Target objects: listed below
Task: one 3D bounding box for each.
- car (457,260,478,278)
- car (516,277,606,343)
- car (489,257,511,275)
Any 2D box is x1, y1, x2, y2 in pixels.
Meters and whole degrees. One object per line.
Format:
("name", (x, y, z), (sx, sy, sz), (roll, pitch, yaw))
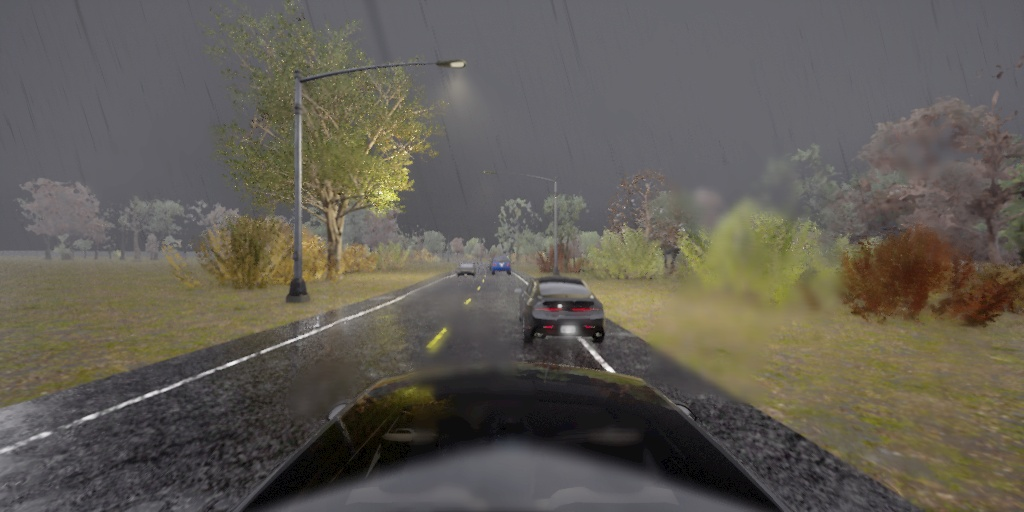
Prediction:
("car", (-4.709, 1.483, 37.850), (2.033, 1.411, 5.357), (0, 0, -3))
("car", (1.165, 1.304, 9.819), (1.837, 1.490, 4.892), (0, 0, -1))
("car", (-1.315, 1.173, 42.550), (2.150, 2.045, 5.566), (0, -1, -4))
